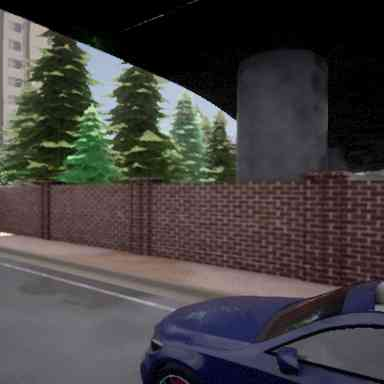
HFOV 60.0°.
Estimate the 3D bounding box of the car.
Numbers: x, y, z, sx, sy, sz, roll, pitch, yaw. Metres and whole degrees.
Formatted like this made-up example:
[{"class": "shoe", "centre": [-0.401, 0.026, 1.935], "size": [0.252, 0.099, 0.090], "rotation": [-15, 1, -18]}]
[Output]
[{"class": "car", "centre": [1.661, 1.525, 2.765], "size": [4.674, 1.442, 1.812], "rotation": [0, 0, 36]}]
